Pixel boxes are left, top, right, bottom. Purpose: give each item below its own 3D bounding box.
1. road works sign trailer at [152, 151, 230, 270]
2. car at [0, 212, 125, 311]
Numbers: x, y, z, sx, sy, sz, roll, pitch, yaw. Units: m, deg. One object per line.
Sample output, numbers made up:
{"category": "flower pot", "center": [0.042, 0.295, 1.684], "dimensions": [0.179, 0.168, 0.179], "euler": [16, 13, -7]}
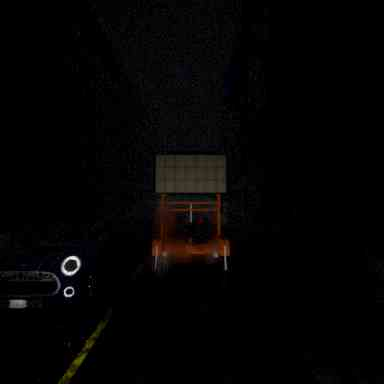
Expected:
{"category": "road works sign trailer", "center": [-0.035, 0.463, 10.976], "dimensions": [2.380, 3.560, 2.880], "euler": [0, 0, 0]}
{"category": "car", "center": [-3.025, 1.351, 8.009], "dimensions": [2.097, 1.767, 4.553], "euler": [0, 0, 0]}
